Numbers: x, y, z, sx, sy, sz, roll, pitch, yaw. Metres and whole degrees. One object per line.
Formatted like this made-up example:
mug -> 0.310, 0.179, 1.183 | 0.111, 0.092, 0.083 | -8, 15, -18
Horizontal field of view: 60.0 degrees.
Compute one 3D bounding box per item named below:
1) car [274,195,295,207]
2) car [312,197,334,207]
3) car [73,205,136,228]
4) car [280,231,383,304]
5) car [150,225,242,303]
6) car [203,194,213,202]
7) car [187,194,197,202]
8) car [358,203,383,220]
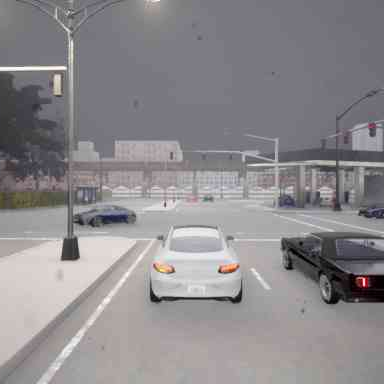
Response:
car -> 13.215, 1.262, 47.615 | 2.242, 1.667, 4.611 | 0, 0, 0
car -> 18.960, 1.435, 48.377 | 1.970, 1.475, 3.806 | 0, 0, 0
car -> -5.707, 1.524, 21.771 | 1.994, 1.385, 4.181 | 0, 0, 43
car -> 3.588, 1.599, 8.057 | 1.895, 1.301, 4.718 | 0, 0, 0
car -> 0.083, 1.517, 8.073 | 1.812, 1.442, 4.674 | 0, 0, 0
car -> 3.506, 1.257, 72.261 | 2.097, 1.767, 4.553 | 0, 0, 0
car -> 0.006, 1.250, 72.260 | 2.097, 1.767, 4.553 | 0, 0, 0
car -> 16.727, 1.549, 27.498 | 5.357, 1.411, 2.033 | 0, 0, -1
